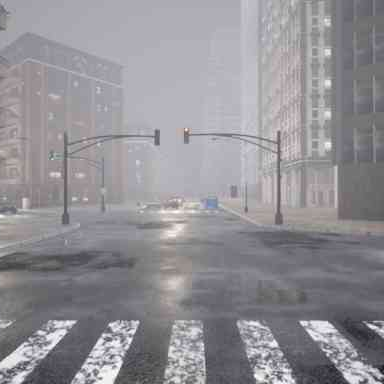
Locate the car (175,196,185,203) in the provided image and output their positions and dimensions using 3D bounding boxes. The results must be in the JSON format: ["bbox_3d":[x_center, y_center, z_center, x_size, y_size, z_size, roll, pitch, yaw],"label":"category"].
[{"bbox_3d":[-2.576,1.668,73.934,1.994,1.385,4.181,0,0,0],"label":"car"}]

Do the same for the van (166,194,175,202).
[{"bbox_3d":[-5.126,1.473,79.271,1.690,1.788,3.998,0,0,0],"label":"van"}]

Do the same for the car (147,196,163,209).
[{"bbox_3d":[-5.204,1.570,45.787,1.752,1.417,4.829,0,0,0],"label":"car"}]

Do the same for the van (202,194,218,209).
[{"bbox_3d":[2.677,1.386,45.939,1.690,1.788,3.998,0,0,0],"label":"van"}]

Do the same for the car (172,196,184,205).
[{"bbox_3d":[-2.646,1.579,64.052,2.128,1.511,4.902,0,0,1],"label":"car"}]

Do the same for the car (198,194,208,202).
[{"bbox_3d":[2.766,1.466,84.807,2.192,1.841,5.009,0,0,0],"label":"car"}]

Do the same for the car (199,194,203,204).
[{"bbox_3d":[2.728,1.644,68.148,1.887,1.381,4.507,0,0,0],"label":"car"}]

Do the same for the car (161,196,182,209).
[{"bbox_3d":[-2.723,1.644,45.086,1.895,1.301,4.718,0,0,0],"label":"car"}]

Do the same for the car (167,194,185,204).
[{"bbox_3d":[-2.696,1.414,54.212,2.097,1.767,4.553,0,0,1],"label":"car"}]

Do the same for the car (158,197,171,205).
[{"bbox_3d":[-5.165,1.649,62.615,1.947,1.339,4.313,0,0,0],"label":"car"}]

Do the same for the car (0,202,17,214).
[{"bbox_3d":[-21.060,1.789,36.666,4.718,1.301,1.895,-1,-1,41],"label":"car"}]

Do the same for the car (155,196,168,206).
[{"bbox_3d":[-5.178,1.509,57.063,1.967,1.590,4.097,0,0,0],"label":"car"}]
